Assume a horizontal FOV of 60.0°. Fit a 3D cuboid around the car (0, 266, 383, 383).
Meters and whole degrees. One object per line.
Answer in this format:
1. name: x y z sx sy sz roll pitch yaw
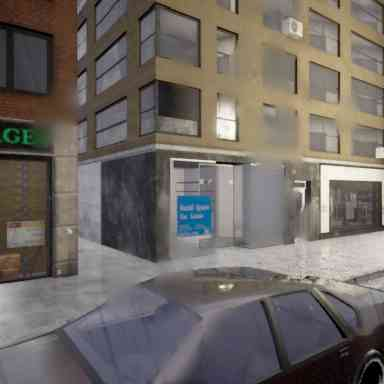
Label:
1. car: 0.158 1.547 3.189 5.357 1.411 2.033 0 0 -36
